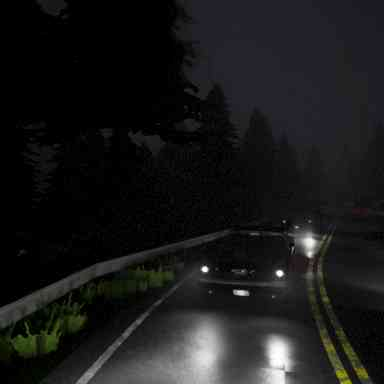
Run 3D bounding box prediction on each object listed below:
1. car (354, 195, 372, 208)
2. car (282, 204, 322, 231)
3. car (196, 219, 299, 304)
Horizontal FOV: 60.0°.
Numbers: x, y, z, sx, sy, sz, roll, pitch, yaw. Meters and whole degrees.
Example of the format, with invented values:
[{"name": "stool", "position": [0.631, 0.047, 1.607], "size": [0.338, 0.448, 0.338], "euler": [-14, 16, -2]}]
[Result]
[{"name": "car", "position": [20.706, 1.057, 40.212], "size": [2.128, 1.511, 4.902], "euler": [-2, 0, 28]}, {"name": "car", "position": [6.713, 1.460, 20.059], "size": [2.033, 1.411, 5.357], "euler": [-2, 0, 26]}, {"name": "car", "position": [1.610, 1.599, 8.427], "size": [1.895, 1.301, 4.718], "euler": [-1, 0, 18]}]
